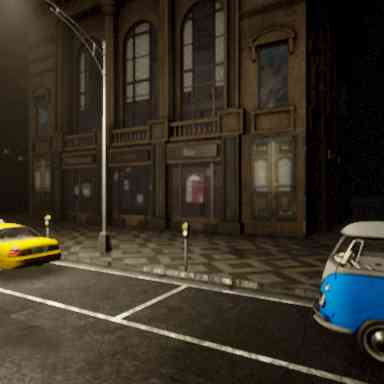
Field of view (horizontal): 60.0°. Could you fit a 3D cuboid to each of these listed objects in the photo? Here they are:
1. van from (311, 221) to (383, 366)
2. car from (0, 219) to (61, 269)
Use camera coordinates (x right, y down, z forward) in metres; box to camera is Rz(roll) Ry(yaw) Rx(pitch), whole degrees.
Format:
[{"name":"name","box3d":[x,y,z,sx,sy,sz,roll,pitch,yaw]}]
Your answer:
[{"name":"van","box3d":[3.772,1.338,4.288,3.998,1.788,1.690,0,0,30]},{"name":"car","box3d":[-6.063,1.513,10.068,4.829,1.417,1.752,0,0,30]}]
